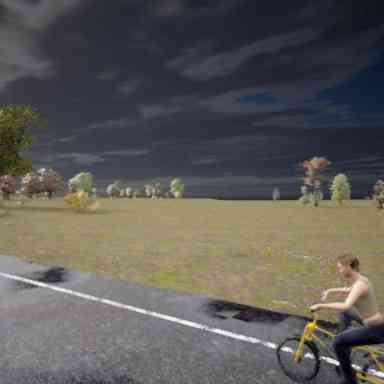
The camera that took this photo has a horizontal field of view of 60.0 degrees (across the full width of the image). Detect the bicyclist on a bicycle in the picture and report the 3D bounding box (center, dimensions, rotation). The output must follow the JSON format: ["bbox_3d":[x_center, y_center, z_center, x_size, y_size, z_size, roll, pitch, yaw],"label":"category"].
[{"bbox_3d":[1.684,1.493,3.784,1.509,1.612,0.866,0,-1,33],"label":"bicyclist on a bicycle"}]
